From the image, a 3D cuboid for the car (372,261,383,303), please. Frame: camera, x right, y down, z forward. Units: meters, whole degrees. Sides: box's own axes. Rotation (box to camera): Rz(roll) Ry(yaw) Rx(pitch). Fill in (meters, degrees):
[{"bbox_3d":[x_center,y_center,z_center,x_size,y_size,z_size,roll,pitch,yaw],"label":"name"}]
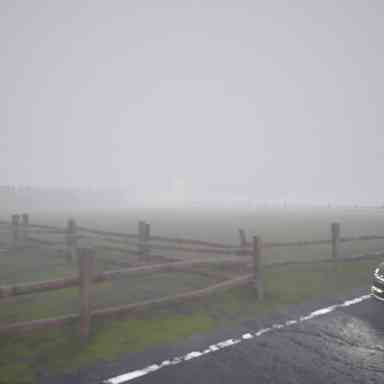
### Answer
[{"bbox_3d":[5.775,1.589,7.123,4.892,1.490,1.837,1,0,-35],"label":"car"}]
